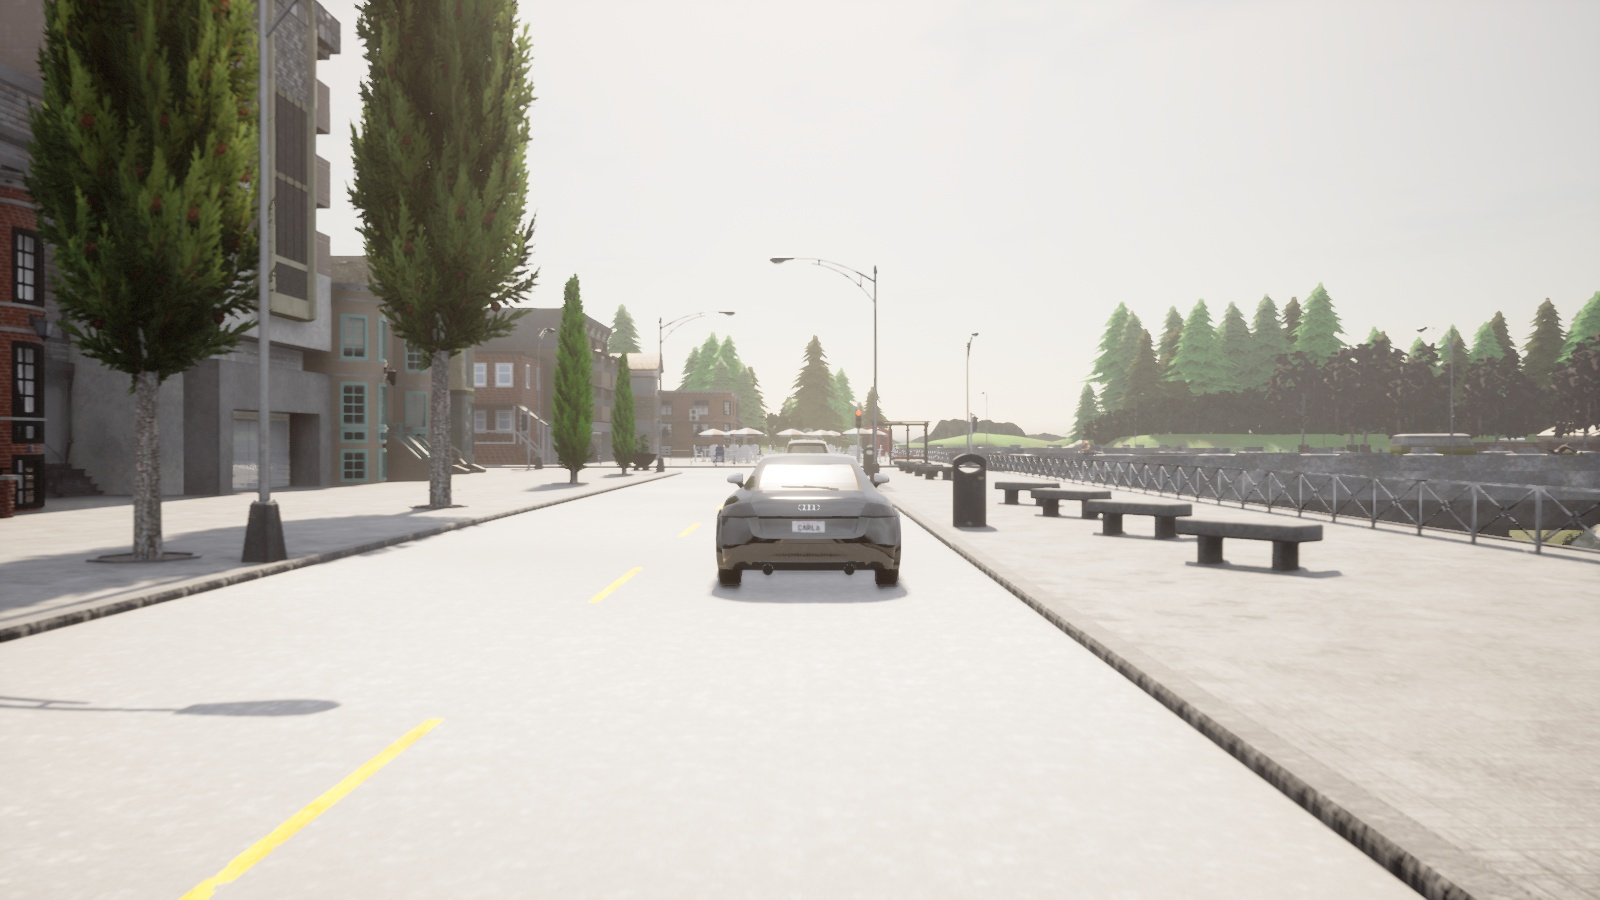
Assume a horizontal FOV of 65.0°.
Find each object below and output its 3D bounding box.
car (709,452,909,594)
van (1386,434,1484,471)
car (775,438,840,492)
[{"bbox_3d":[0.096,0.728,14.626,1.994,1.385,4.181,0,0,0],"label":"car"},{"bbox_3d":[34.673,0.140,68.637,4.442,1.987,1.775,0,0,0],"label":"van"},{"bbox_3d":[0.243,0.444,41.239,2.033,1.649,4.856,0,0,0],"label":"car"}]
